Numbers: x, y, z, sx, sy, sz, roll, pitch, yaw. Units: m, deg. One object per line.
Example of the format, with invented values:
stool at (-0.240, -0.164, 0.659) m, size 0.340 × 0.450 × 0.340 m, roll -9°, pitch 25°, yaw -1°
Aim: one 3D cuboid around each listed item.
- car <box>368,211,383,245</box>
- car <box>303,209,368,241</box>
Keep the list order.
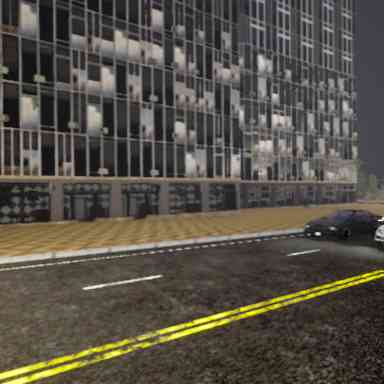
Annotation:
car at (9.972, 1.588, 14.672) m, size 4.674 × 1.442 × 1.812 m, roll 0°, pitch 0°, yaw -35°
car at (8.163, 1.610, 17.373) m, size 5.357 × 1.411 × 2.033 m, roll 0°, pitch 0°, yaw -35°
